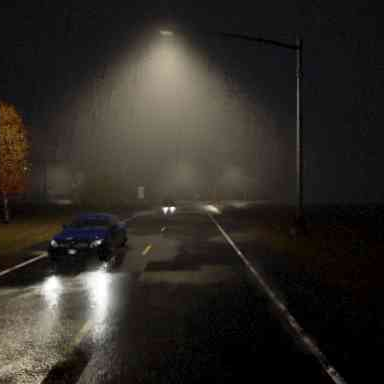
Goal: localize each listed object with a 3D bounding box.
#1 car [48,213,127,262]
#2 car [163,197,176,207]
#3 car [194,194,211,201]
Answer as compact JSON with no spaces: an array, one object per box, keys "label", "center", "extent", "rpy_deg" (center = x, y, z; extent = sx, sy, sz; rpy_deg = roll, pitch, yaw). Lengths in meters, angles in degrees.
[{"label":"car","center":[-3.601,1.527,12.308],"extent":[1.812,1.442,4.674],"rpy_deg":[0,0,0]},{"label":"car","center":[-3.569,1.511,52.865],"extent":[2.128,1.511,4.902],"rpy_deg":[0,0,0]},{"label":"car","center":[2.825,1.411,87.727],"extent":[4.553,1.767,2.097],"rpy_deg":[0,0,-1]}]
